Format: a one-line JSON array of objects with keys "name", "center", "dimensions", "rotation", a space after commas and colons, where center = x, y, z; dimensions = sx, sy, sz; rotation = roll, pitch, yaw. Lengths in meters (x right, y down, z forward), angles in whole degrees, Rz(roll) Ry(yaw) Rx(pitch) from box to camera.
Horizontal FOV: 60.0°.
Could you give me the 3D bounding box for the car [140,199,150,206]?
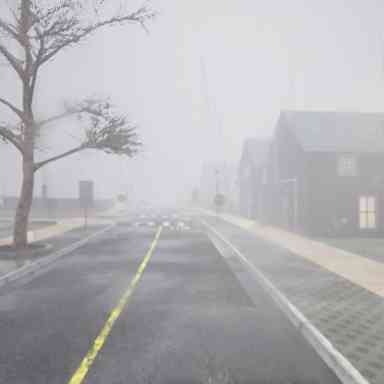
[{"name": "car", "center": [-9.651, 2.186, 68.114], "dimensions": [1.994, 1.385, 4.181], "rotation": [0, -1, -11]}]
